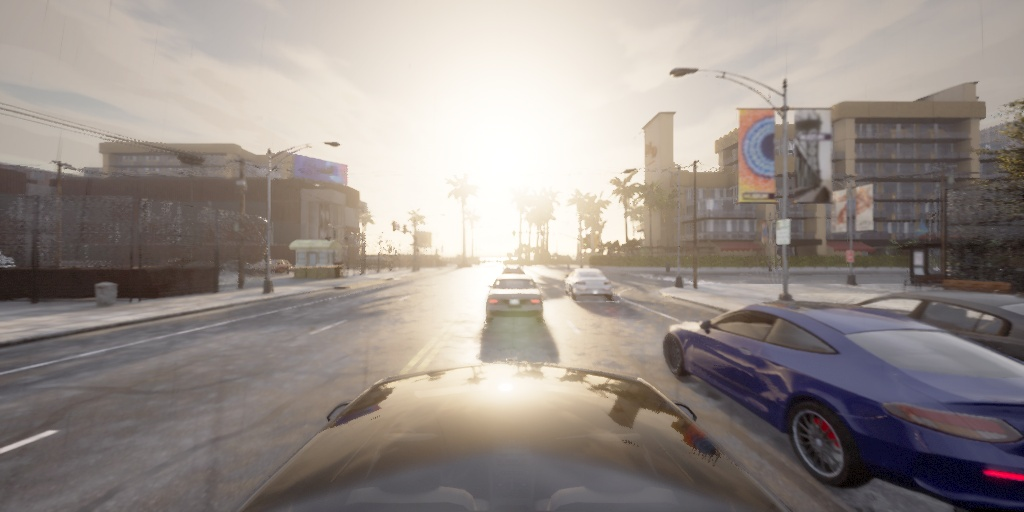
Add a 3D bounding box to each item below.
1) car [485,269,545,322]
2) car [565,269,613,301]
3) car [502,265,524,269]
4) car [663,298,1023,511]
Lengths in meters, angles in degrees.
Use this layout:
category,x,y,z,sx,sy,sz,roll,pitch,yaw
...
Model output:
category,x,y,z,sx,sy,sz,roll,pitch,yaw
car,0.089,1.343,12.509,2.033,1.411,5.357,0,0,0
car,3.731,1.344,17.916,1.812,1.442,4.674,0,0,2
car,0.103,1.438,31.063,1.994,1.385,4.181,0,0,0
car,3.601,1.288,4.479,1.812,1.442,4.674,0,-1,0
